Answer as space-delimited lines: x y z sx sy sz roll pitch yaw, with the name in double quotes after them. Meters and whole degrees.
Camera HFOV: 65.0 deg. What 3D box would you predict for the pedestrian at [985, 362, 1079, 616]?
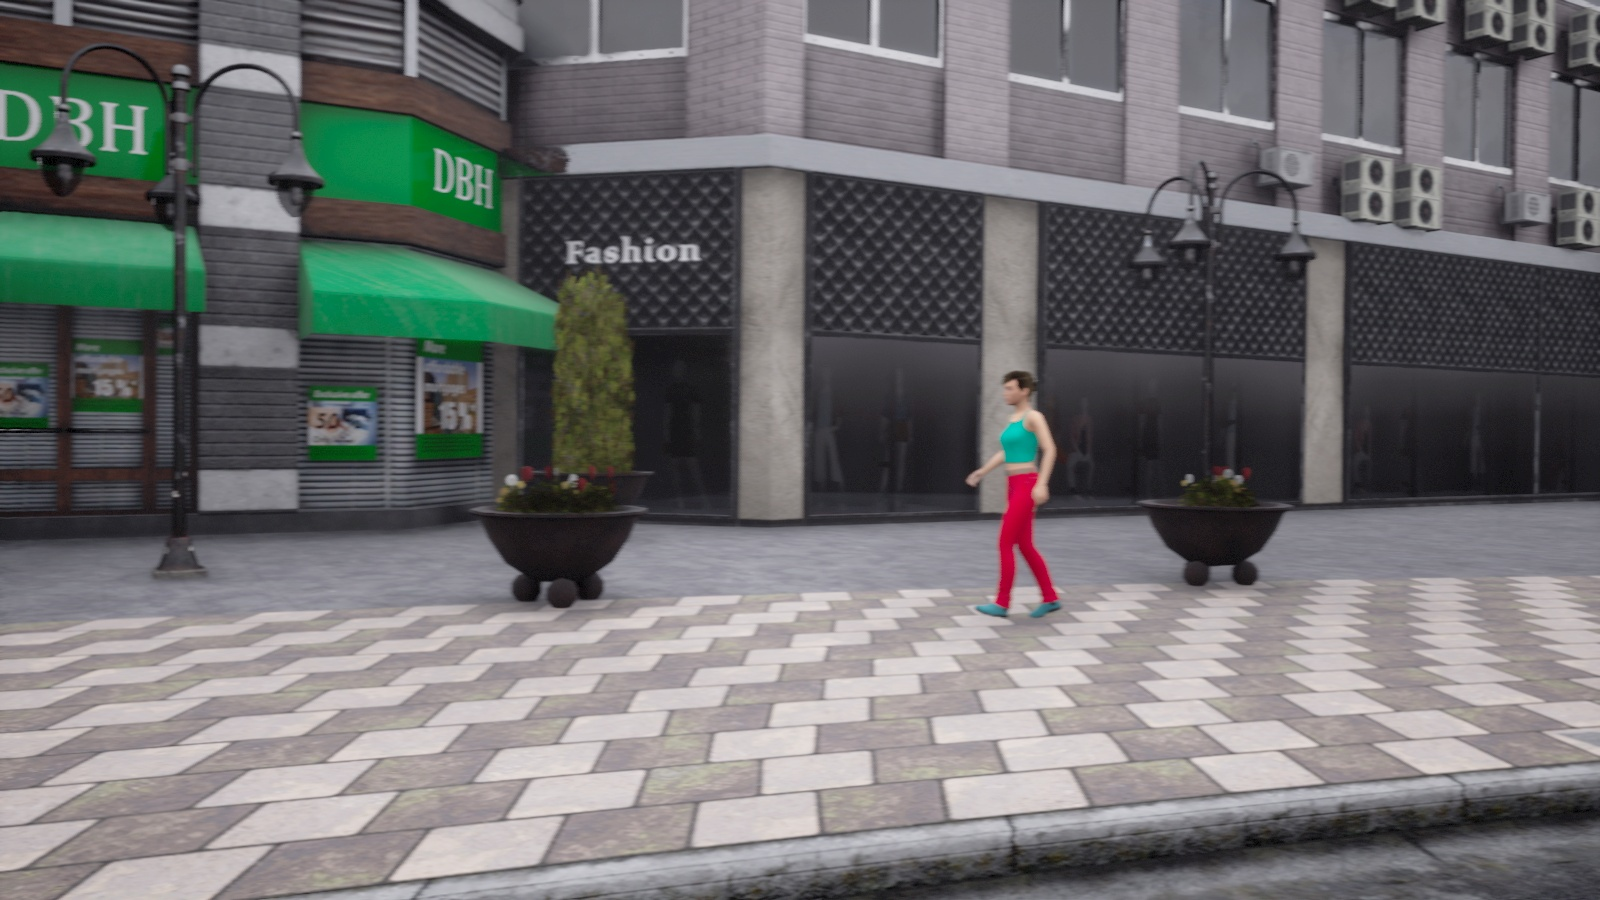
1.713 0.278 9.284 0.594 1.836 0.345 -1 1 -8 "pedestrian"
